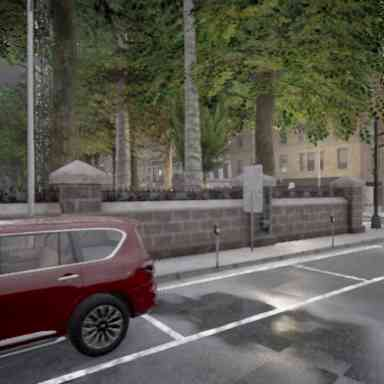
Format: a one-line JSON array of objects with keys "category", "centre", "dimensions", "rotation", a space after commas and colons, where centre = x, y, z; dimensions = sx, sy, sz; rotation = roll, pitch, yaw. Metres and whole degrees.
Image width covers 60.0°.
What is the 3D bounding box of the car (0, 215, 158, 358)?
[{"category": "car", "centre": [-2.853, 1.314, 4.498], "dimensions": [5.009, 1.841, 2.192], "rotation": [0, 0, -36]}]
